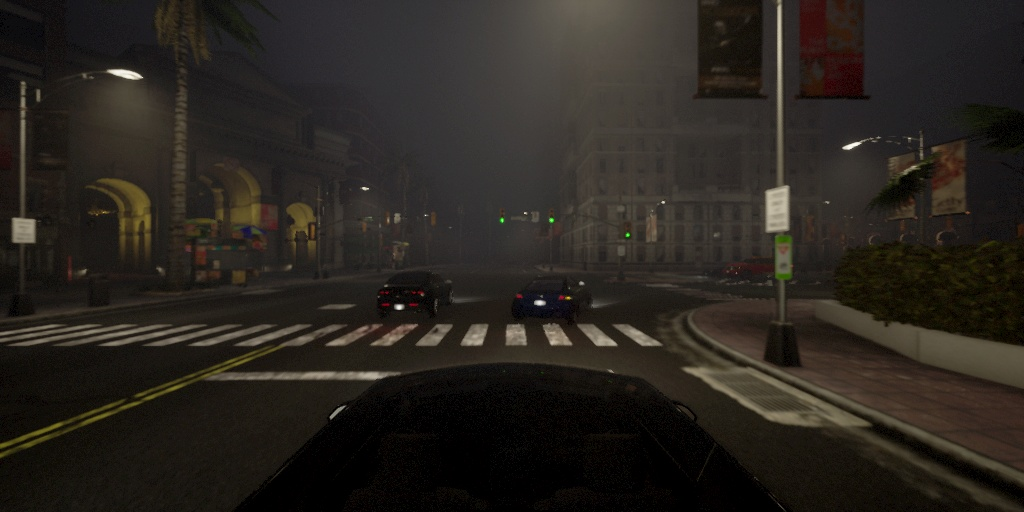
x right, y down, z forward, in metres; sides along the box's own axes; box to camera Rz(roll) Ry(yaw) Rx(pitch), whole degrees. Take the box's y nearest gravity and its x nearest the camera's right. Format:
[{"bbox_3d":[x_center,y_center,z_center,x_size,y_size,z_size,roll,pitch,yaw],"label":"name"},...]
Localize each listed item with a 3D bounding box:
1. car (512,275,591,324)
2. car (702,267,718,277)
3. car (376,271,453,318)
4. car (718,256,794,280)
[{"bbox_3d":[1.482,1.342,12.342,1.994,1.385,4.181,0,0,19],"label":"car"},{"bbox_3d":[21.988,1.387,35.751,5.357,1.411,2.033,0,0,0],"label":"car"},{"bbox_3d":[-3.403,1.287,13.239,1.837,1.490,4.892,0,0,0],"label":"car"},{"bbox_3d":[22.145,1.051,32.252,5.566,2.045,2.150,0,0,0],"label":"car"}]
